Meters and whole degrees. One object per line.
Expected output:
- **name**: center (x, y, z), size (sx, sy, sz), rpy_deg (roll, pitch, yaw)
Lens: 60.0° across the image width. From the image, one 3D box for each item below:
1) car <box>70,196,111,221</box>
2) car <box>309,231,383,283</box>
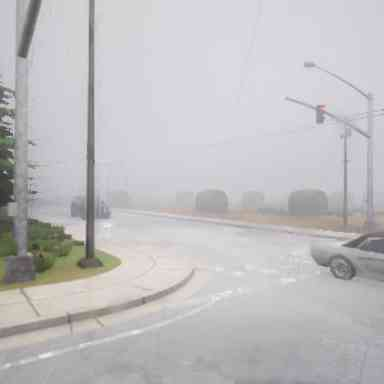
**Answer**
- **car**: center (-9.002, 1.423, 29.155), size (2.150, 2.045, 5.566), rpy_deg (1, 1, -34)
- **car**: center (5.410, 1.694, 8.109), size (1.895, 1.301, 4.718), rpy_deg (0, 0, -34)
